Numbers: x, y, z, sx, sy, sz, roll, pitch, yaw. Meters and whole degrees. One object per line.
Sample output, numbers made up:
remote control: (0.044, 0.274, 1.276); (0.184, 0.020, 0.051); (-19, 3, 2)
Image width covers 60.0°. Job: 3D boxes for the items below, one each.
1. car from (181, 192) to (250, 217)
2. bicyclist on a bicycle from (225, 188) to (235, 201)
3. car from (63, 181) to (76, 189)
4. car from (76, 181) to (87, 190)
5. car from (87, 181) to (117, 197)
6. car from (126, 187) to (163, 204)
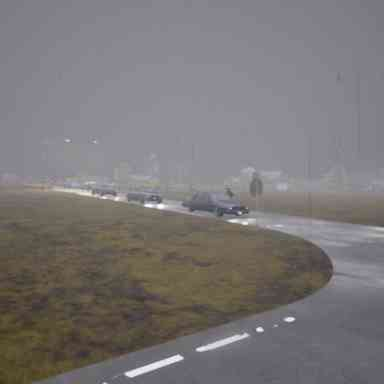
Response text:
car: (1.355, 0.737, 21.967); (2.033, 1.411, 5.357); (1, 2, -35)
bicyclist on a bicycle: (3.277, 0.459, 29.680); (1.656, 1.620, 0.582); (0, 2, -35)
car: (-21.874, -1.345, 60.487); (2.033, 1.411, 5.357); (1, 2, -35)
car: (-15.927, -0.933, 51.947); (2.128, 1.511, 4.902); (1, 2, -35)
car: (-10.257, -0.299, 38.668); (1.837, 1.490, 4.892); (1, 2, -35)
car: (-4.334, 0.263, 30.134); (1.994, 1.385, 4.181); (1, 2, -35)
